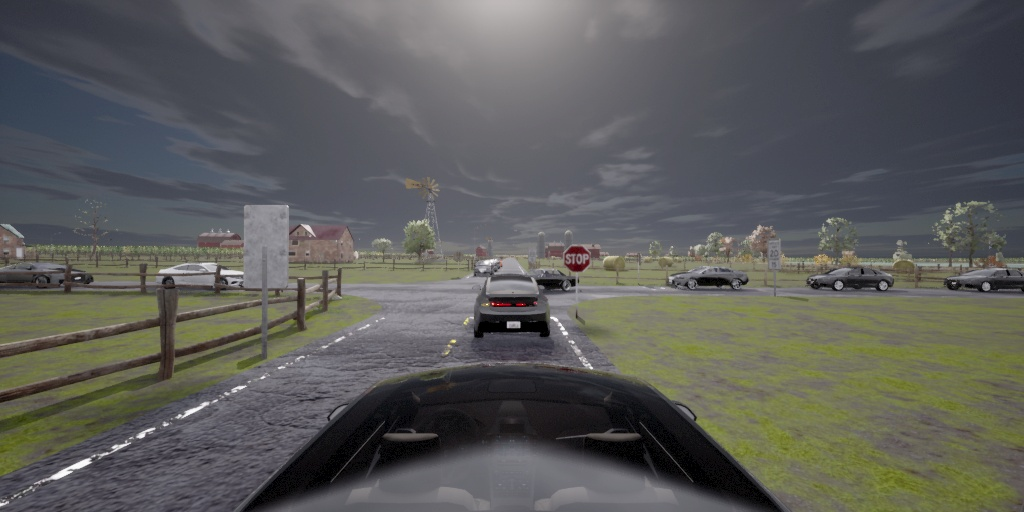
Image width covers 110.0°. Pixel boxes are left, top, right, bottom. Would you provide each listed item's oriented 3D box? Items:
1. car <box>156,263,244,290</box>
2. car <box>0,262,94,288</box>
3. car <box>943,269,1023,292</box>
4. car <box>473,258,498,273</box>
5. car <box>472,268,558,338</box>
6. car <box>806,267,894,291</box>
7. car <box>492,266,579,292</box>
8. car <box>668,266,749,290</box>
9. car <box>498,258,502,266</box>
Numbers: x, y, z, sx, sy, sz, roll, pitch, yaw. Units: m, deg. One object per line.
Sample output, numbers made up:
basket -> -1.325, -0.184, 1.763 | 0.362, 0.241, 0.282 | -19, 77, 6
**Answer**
car -> -17.236, 1.103, 20.203 | 4.674, 1.442, 1.812 | 1, -1, -1
car -> -26.356, 1.048, 20.086 | 4.181, 1.385, 1.994 | 1, -1, -1
car -> 31.712, 1.587, 23.791 | 4.892, 1.490, 1.837 | 1, -1, -1
car -> -2.843, 1.243, 36.927 | 2.128, 1.511, 4.902 | 0, 0, 0
car -> -0.070, 1.256, 10.239 | 1.837, 1.490, 4.892 | 0, 0, -3
car -> 22.209, 1.499, 23.674 | 4.892, 1.490, 1.837 | 1, -1, -1
car -> 1.507, 1.369, 20.284 | 4.718, 1.301, 1.895 | 1, 0, -35
car -> 12.808, 1.397, 23.508 | 4.902, 1.511, 2.128 | 1, -1, -2
car -> -2.832, 1.241, 46.373 | 2.128, 1.511, 4.902 | 0, 0, 0
